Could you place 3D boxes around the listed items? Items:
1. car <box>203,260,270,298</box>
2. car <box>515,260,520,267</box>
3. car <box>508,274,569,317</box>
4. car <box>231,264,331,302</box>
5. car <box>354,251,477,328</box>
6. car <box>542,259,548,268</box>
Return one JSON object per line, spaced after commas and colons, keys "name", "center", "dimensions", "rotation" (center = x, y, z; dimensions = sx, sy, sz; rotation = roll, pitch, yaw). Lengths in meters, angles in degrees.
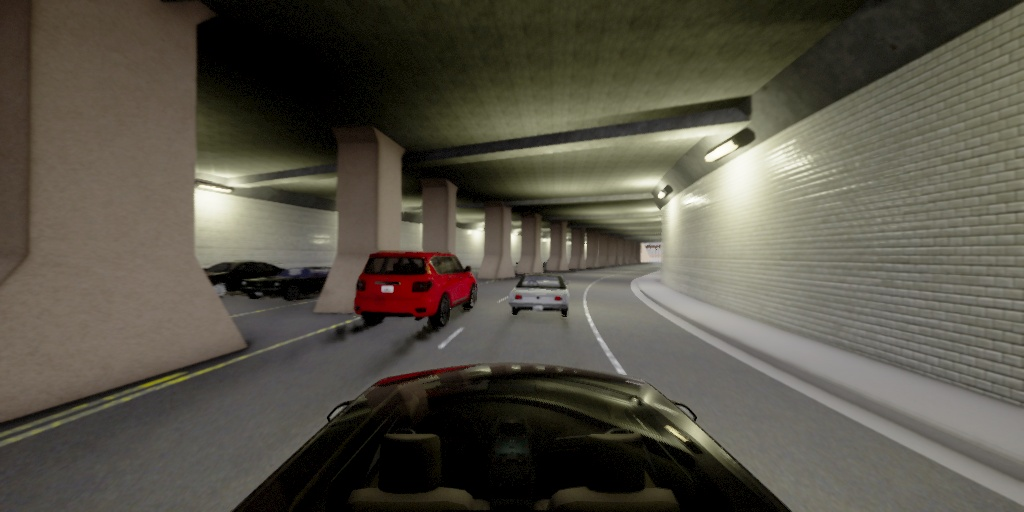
{"name": "car", "center": [-12.617, 0.945, 16.449], "dimensions": [1.882, 1.535, 5.008], "rotation": [1, 0, 10]}
{"name": "car", "center": [2.238, 0.955, 55.287], "dimensions": [1.882, 1.535, 5.008], "rotation": [1, 0, 28]}
{"name": "car", "center": [1.144, 1.303, 13.162], "dimensions": [1.895, 1.301, 4.718], "rotation": [1, 0, 9]}
{"name": "car", "center": [-9.228, 1.125, 15.783], "dimensions": [1.895, 1.301, 4.718], "rotation": [1, 0, 10]}
{"name": "car", "center": [-2.651, 0.875, 11.226], "dimensions": [2.150, 2.045, 5.566], "rotation": [1, 0, 7]}
{"name": "car", "center": [6.217, 1.065, 55.354], "dimensions": [1.812, 1.442, 4.674], "rotation": [1, 0, 28]}
